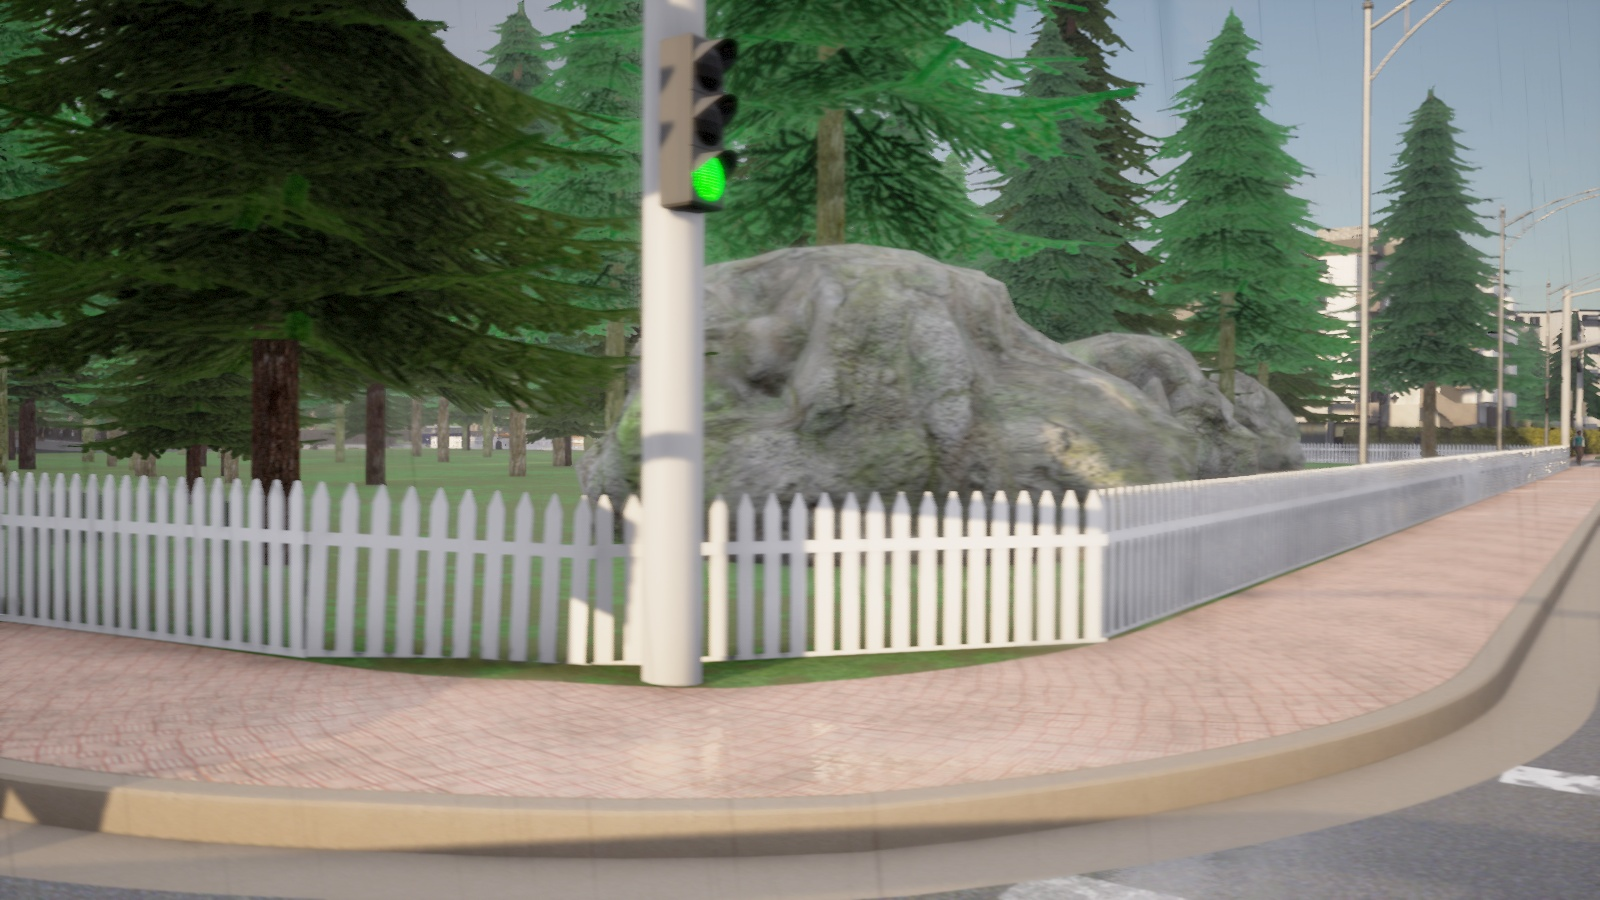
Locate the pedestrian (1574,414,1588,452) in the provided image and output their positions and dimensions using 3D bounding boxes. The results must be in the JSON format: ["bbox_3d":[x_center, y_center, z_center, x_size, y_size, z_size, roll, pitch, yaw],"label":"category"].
[{"bbox_3d":[40.096,-0.877,64.467,0.396,1.930,0.692,-1,1,9],"label":"pedestrian"}]
